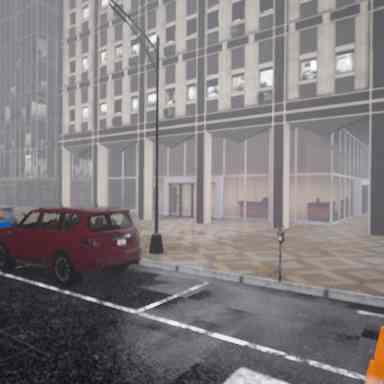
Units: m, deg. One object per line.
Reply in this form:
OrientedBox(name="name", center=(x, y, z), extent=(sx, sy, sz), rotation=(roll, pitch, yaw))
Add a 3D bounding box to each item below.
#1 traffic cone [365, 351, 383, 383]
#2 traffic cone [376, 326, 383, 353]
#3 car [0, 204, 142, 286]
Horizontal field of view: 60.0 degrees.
OrientedBox(name="traffic cone", center=(1.782, 1.954, 3.275), extent=(0.340, 0.580, 0.340), rotation=(0, 0, 35))
OrientedBox(name="traffic cone", center=(2.356, 1.954, 4.093), extent=(0.340, 0.580, 0.340), rotation=(0, 0, 35))
OrientedBox(name="car", center=(-3.665, 1.305, 9.477), extent=(5.009, 1.841, 2.192), rotation=(0, 1, 35))
